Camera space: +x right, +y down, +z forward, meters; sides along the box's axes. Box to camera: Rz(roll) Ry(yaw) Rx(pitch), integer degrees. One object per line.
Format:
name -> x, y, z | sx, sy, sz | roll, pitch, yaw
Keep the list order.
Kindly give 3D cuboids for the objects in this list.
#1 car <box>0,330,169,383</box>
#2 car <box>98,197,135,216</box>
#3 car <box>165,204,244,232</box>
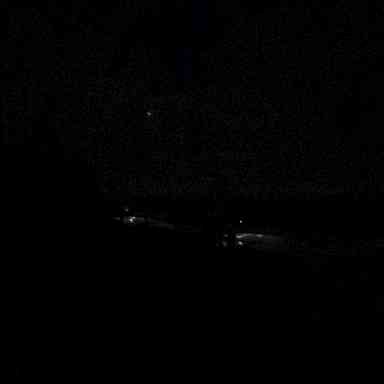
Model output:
car -> -2.214, 1.601, 1.385 | 4.718, 1.301, 1.895 | 0, 0, -35
car -> -6.643, 1.200, 29.094 | 2.128, 1.511, 4.902 | 2, -1, -34
car -> 0.507, 1.366, 18.733 | 2.033, 1.411, 5.357 | 2, -1, -35
